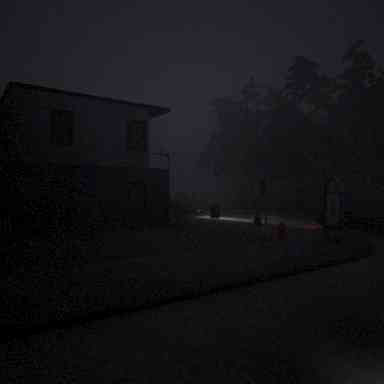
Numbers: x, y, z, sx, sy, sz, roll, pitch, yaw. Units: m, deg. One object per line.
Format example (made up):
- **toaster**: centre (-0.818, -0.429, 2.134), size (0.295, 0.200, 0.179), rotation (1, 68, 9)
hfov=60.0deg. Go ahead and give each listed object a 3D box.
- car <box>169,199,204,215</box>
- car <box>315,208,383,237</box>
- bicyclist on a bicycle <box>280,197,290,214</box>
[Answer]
- **car**: centre (-0.778, 1.491, 32.994), size (2.128, 1.511, 4.902), rotation (0, 0, -36)
- **car**: centre (9.423, 1.601, 18.539), size (1.895, 1.301, 4.718), rotation (0, 0, -33)
- **bicyclist on a bicycle**: centre (9.320, 1.349, 33.312), size (1.656, 1.620, 0.582), rotation (0, 0, -36)
